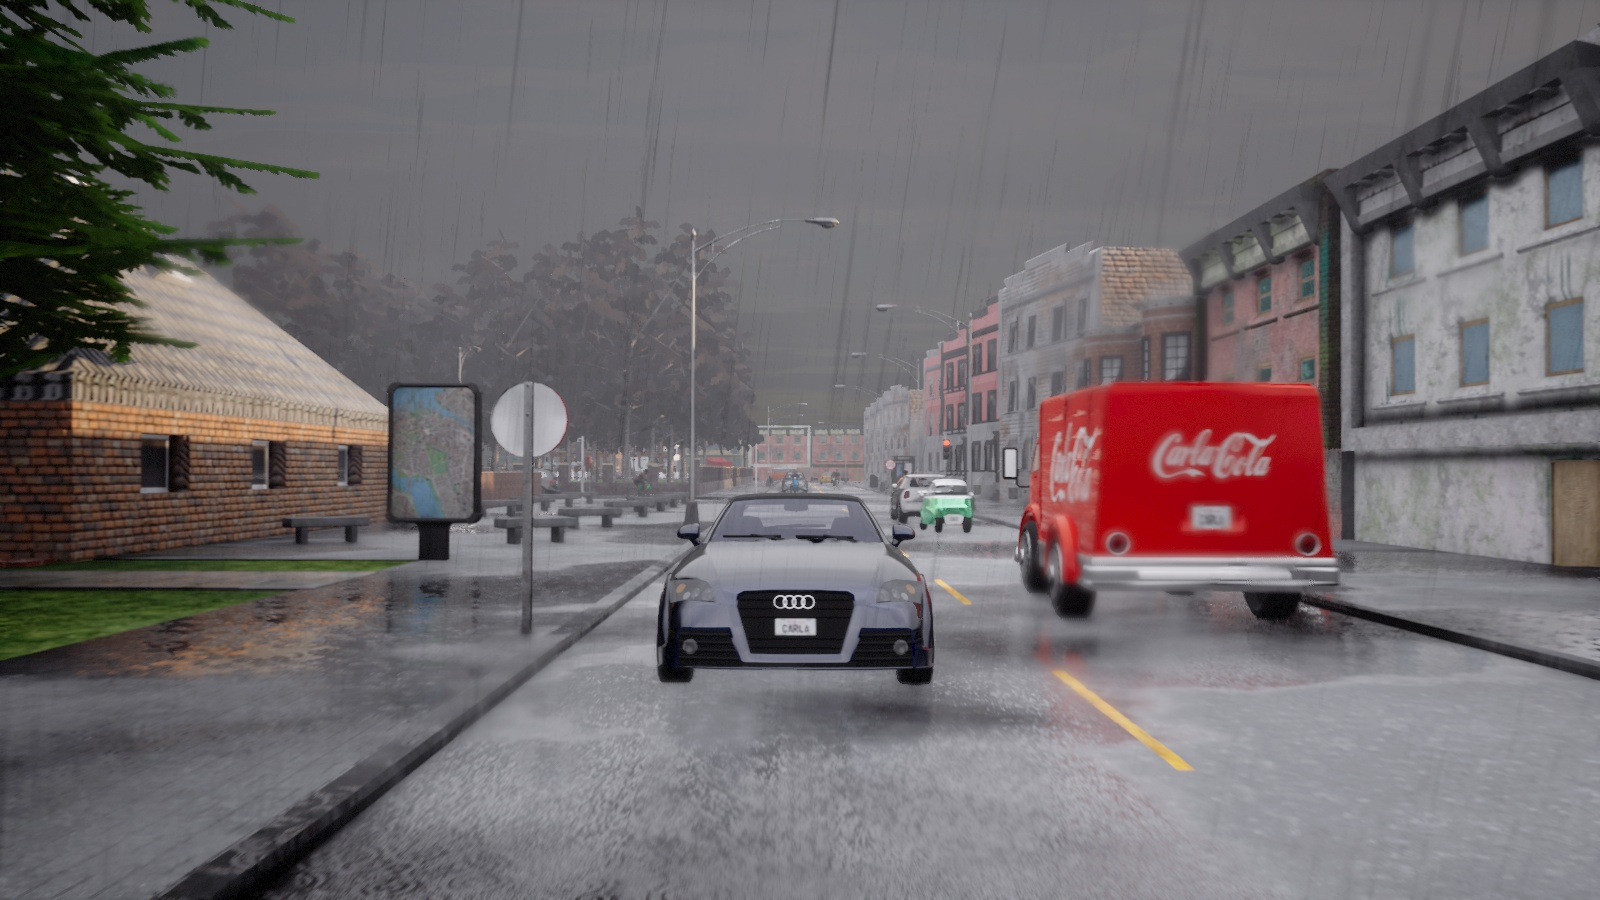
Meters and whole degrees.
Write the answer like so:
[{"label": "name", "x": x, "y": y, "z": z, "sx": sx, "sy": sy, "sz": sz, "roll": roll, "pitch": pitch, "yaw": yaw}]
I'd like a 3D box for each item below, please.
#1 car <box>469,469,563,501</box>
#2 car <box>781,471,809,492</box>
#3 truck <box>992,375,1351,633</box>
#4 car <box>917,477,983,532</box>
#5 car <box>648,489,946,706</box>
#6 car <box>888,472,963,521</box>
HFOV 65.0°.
[{"label": "car", "x": -15.248, "y": 1.852, "z": 67.652, "sx": 4.611, "sy": 1.667, "sz": 2.242, "roll": 0, "pitch": -1, "yaw": -2}, {"label": "car", "x": -0.366, "y": 2.332, "z": 93.757, "sx": 2.007, "sy": 1.525, "sz": 4.514, "roll": 0, "pitch": -1, "yaw": 0}, {"label": "truck", "x": 3.962, "y": 0.558, "z": 14.666, "sx": 2.627, "sy": 2.467, "sz": 5.204, "roll": 0, "pitch": -1, "yaw": 0}, {"label": "car", "x": 3.920, "y": 1.408, "z": 33.047, "sx": 1.481, "sy": 1.376, "sz": 2.207, "roll": 0, "pitch": -1, "yaw": 0}, {"label": "car", "x": -0.026, "y": 1.055, "z": 10.517, "sx": 1.994, "sy": 1.385, "sz": 4.181, "roll": 0, "pitch": -1, "yaw": 0}, {"label": "car", "x": 3.897, "y": 1.428, "z": 39.606, "sx": 1.970, "sy": 1.475, "sz": 3.806, "roll": 0, "pitch": -1, "yaw": 0}]
